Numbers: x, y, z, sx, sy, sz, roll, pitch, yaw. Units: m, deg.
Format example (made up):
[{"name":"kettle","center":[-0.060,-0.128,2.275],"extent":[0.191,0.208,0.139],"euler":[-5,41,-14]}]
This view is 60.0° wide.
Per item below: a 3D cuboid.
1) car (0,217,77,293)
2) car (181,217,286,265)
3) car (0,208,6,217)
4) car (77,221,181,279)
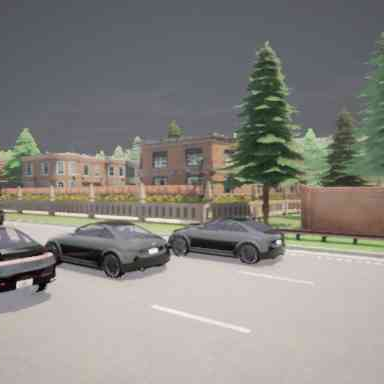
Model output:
[{"name":"car","center":[-5.107,1.508,7.635],"extent":[4.902,1.511,2.128],"euler":[0,0,36]},{"name":"car","center":[1.140,1.574,11.778],"extent":[4.181,1.385,1.994],"euler":[0,0,36]},{"name":"car","center":[-14.863,1.553,23.194],"extent":[4.892,1.490,1.837],"euler":[0,0,36]},{"name":"car","center":[-2.683,1.579,10.207],"extent":[4.181,1.385,1.994],"euler":[0,0,36]}]
